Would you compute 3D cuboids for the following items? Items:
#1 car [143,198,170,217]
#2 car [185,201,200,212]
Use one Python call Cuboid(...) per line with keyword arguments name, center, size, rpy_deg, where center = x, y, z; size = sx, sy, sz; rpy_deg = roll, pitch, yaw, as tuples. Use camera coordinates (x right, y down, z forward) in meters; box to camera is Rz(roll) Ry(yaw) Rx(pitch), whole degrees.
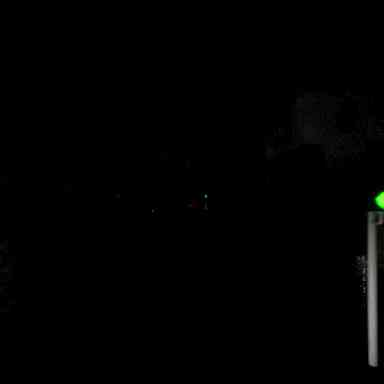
Cuboid(name="car", center=(-4.124, 1.696, 37.619), size=(2.150, 2.045, 5.566), rpy_deg=(0, -1, 0))
Cuboid(name="car", center=(0.053, 2.128, 49.464), size=(1.837, 1.490, 4.892), rpy_deg=(0, -1, 0))
